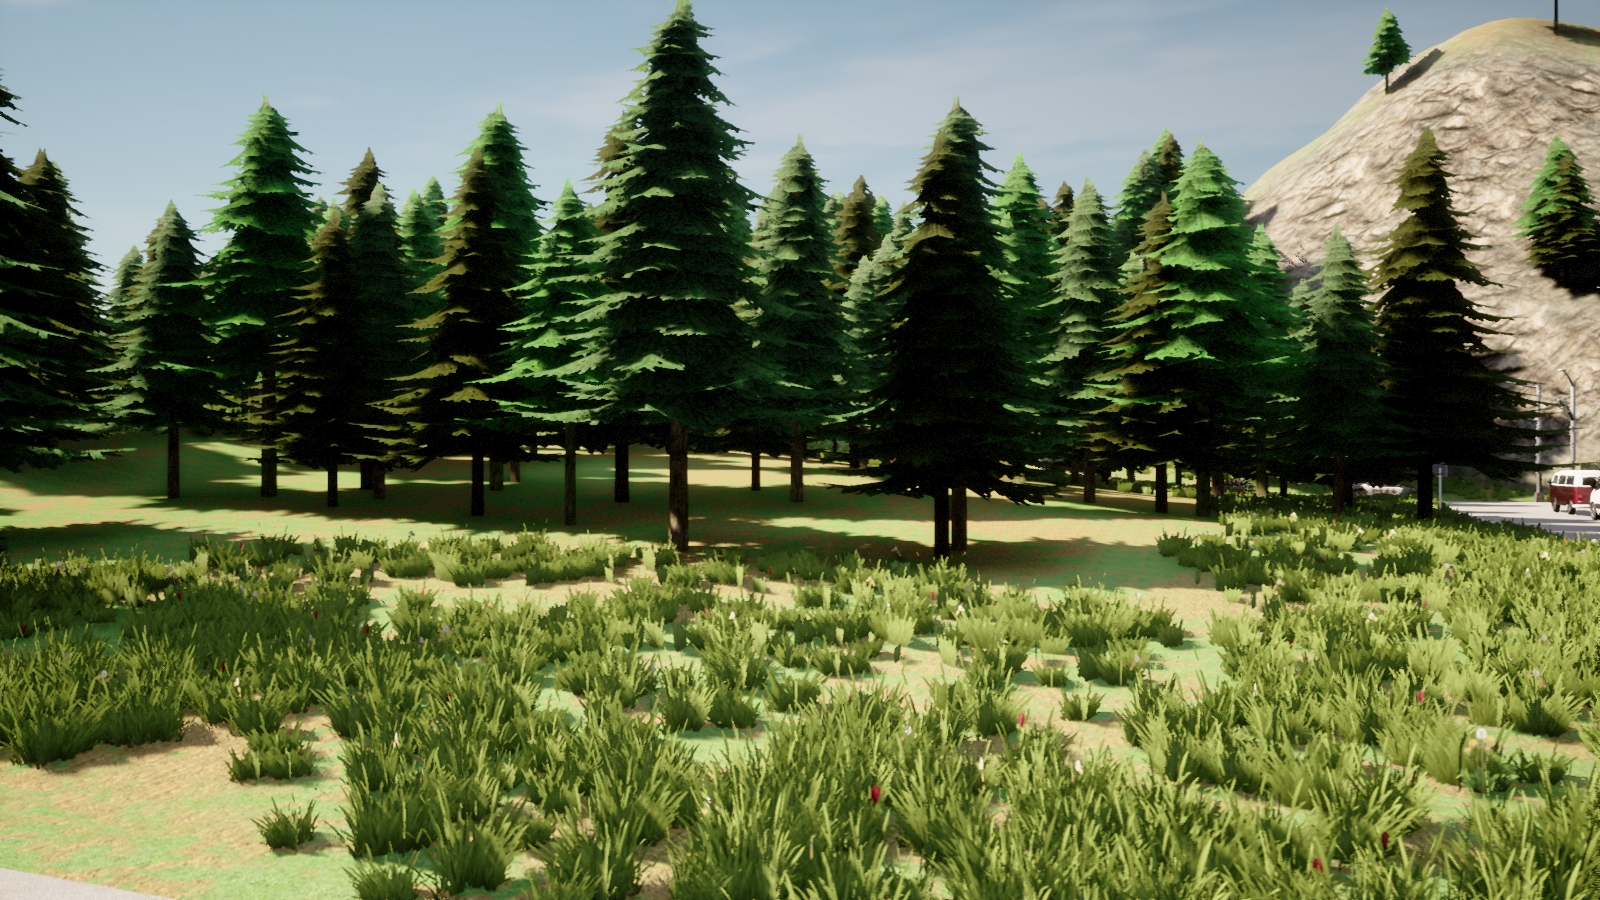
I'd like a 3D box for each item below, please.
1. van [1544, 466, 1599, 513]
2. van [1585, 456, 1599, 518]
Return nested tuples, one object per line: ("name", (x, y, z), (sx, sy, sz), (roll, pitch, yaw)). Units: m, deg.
("van", (36.095, 1.788, 52.665), (2.069, 2.038, 4.480), (0, 0, 20))
("van", (33.662, 1.540, 46.001), (1.988, 2.561, 5.915), (0, 0, 20))
